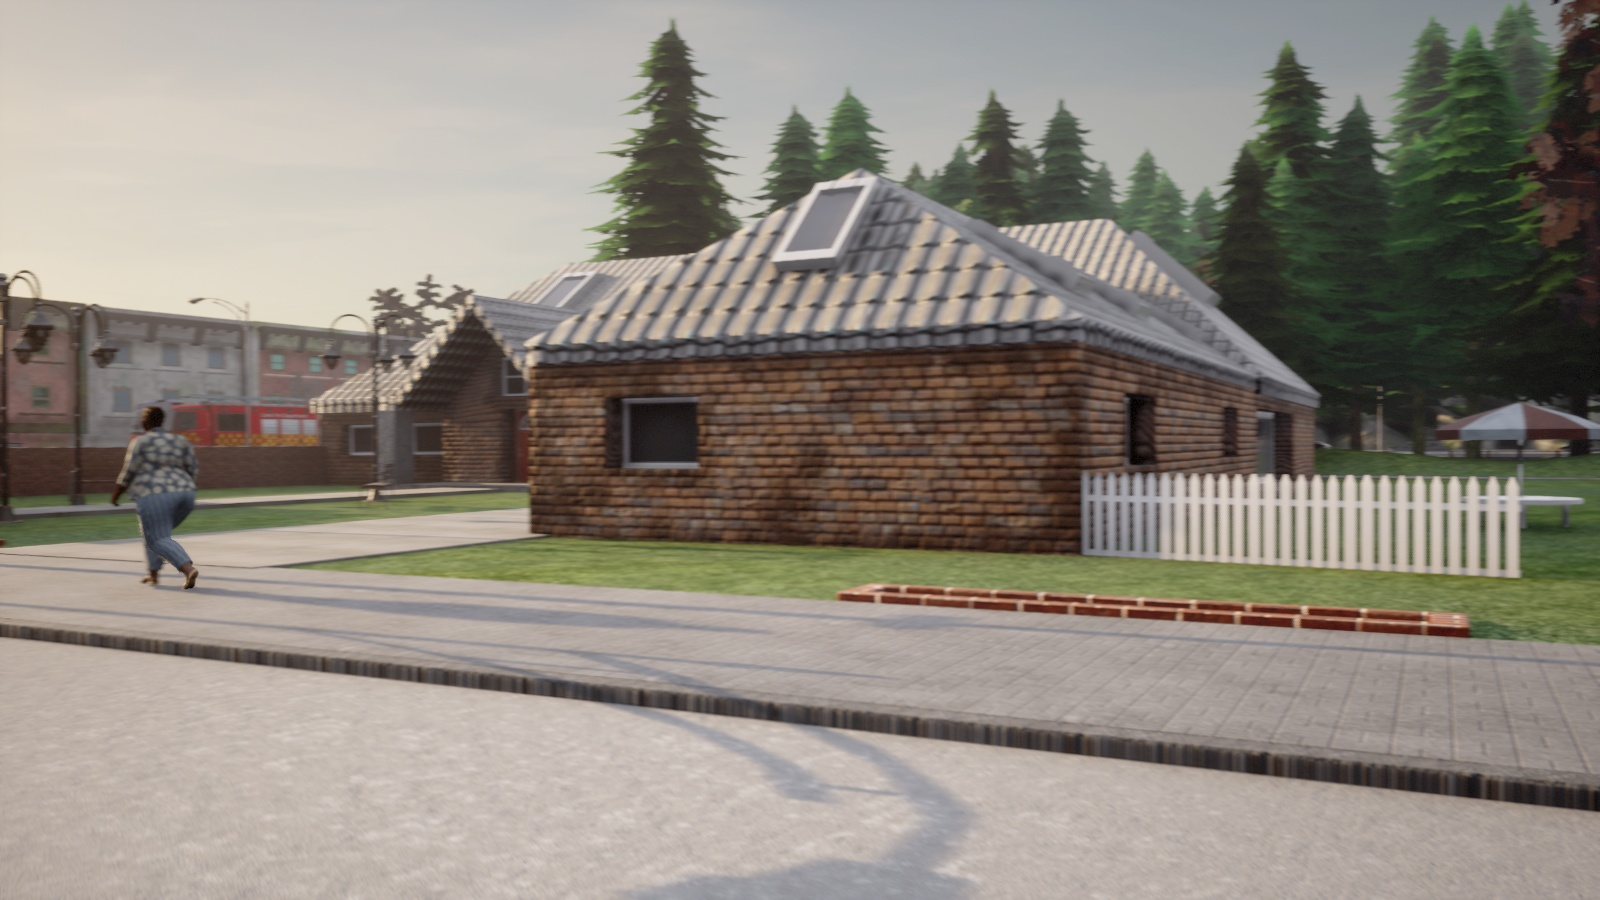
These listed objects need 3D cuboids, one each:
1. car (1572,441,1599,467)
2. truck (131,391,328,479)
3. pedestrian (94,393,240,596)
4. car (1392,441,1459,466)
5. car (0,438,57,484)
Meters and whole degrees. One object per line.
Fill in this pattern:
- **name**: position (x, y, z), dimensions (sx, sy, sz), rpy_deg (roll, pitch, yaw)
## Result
- **car**: position (45.009, 0.214, 69.126), dimensions (4.193, 1.474, 1.816), rpy_deg (0, 0, 27)
- **truck**: position (-26.748, -0.676, 59.400), dimensions (2.891, 3.827, 8.468), rpy_deg (0, 0, 28)
- **pedestrian**: position (-6.069, 0.401, 12.064), dimensions (0.900, 1.855, 0.874), rpy_deg (0, 0, 27)
- **car**: position (38.384, 0.188, 77.041), dimensions (3.633, 1.501, 1.845), rpy_deg (0, 0, 27)
- **car**: position (-32.040, 0.423, 49.238), dimensions (2.097, 1.767, 4.553), rpy_deg (0, 0, 27)
